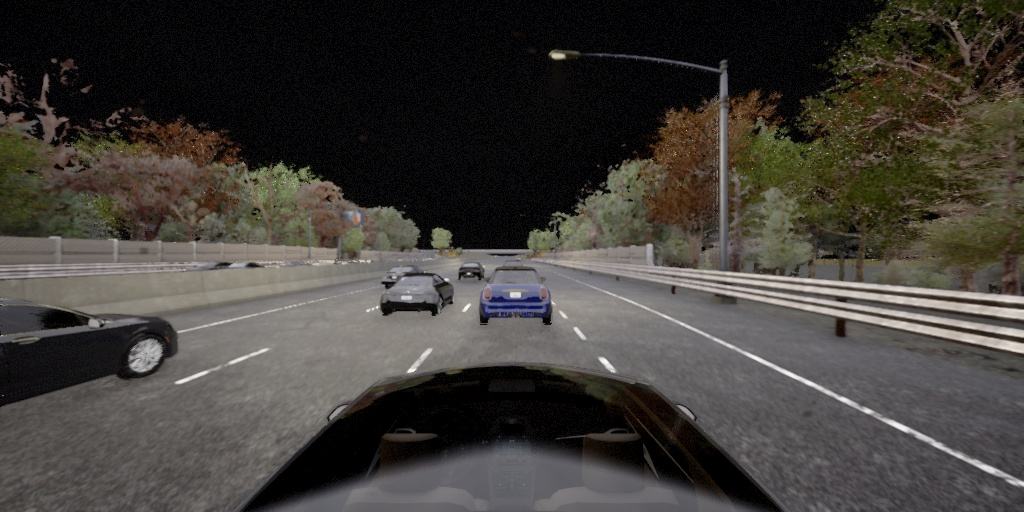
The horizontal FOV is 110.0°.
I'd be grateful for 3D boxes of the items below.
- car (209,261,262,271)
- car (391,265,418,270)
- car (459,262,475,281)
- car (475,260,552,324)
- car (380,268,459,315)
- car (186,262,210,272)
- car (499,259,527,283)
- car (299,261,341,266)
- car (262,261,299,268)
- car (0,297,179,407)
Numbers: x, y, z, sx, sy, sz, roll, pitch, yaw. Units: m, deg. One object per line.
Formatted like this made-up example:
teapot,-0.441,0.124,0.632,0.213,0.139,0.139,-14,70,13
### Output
car,-24.600,1.297,32.791,1.812,1.442,4.674,0,0,0
car,-6.904,1.308,23.588,2.033,1.411,5.357,0,0,0
car,-3.406,1.245,30.836,1.882,1.535,5.008,0,0,0
car,0.098,1.105,12.088,2.097,1.767,4.553,0,0,0
car,-3.402,1.318,13.584,1.994,1.385,4.181,0,0,0
car,-28.097,1.277,33.847,1.837,1.490,4.892,0,0,0
car,0.092,1.117,28.961,2.097,1.767,4.553,0,0,0
car,-17.599,1.250,34.158,1.882,1.535,5.008,0,0,0
car,-21.098,1.265,34.588,2.128,1.511,4.902,0,0,0
car,-6.901,1.256,4.404,1.837,1.490,4.892,0,0,0
